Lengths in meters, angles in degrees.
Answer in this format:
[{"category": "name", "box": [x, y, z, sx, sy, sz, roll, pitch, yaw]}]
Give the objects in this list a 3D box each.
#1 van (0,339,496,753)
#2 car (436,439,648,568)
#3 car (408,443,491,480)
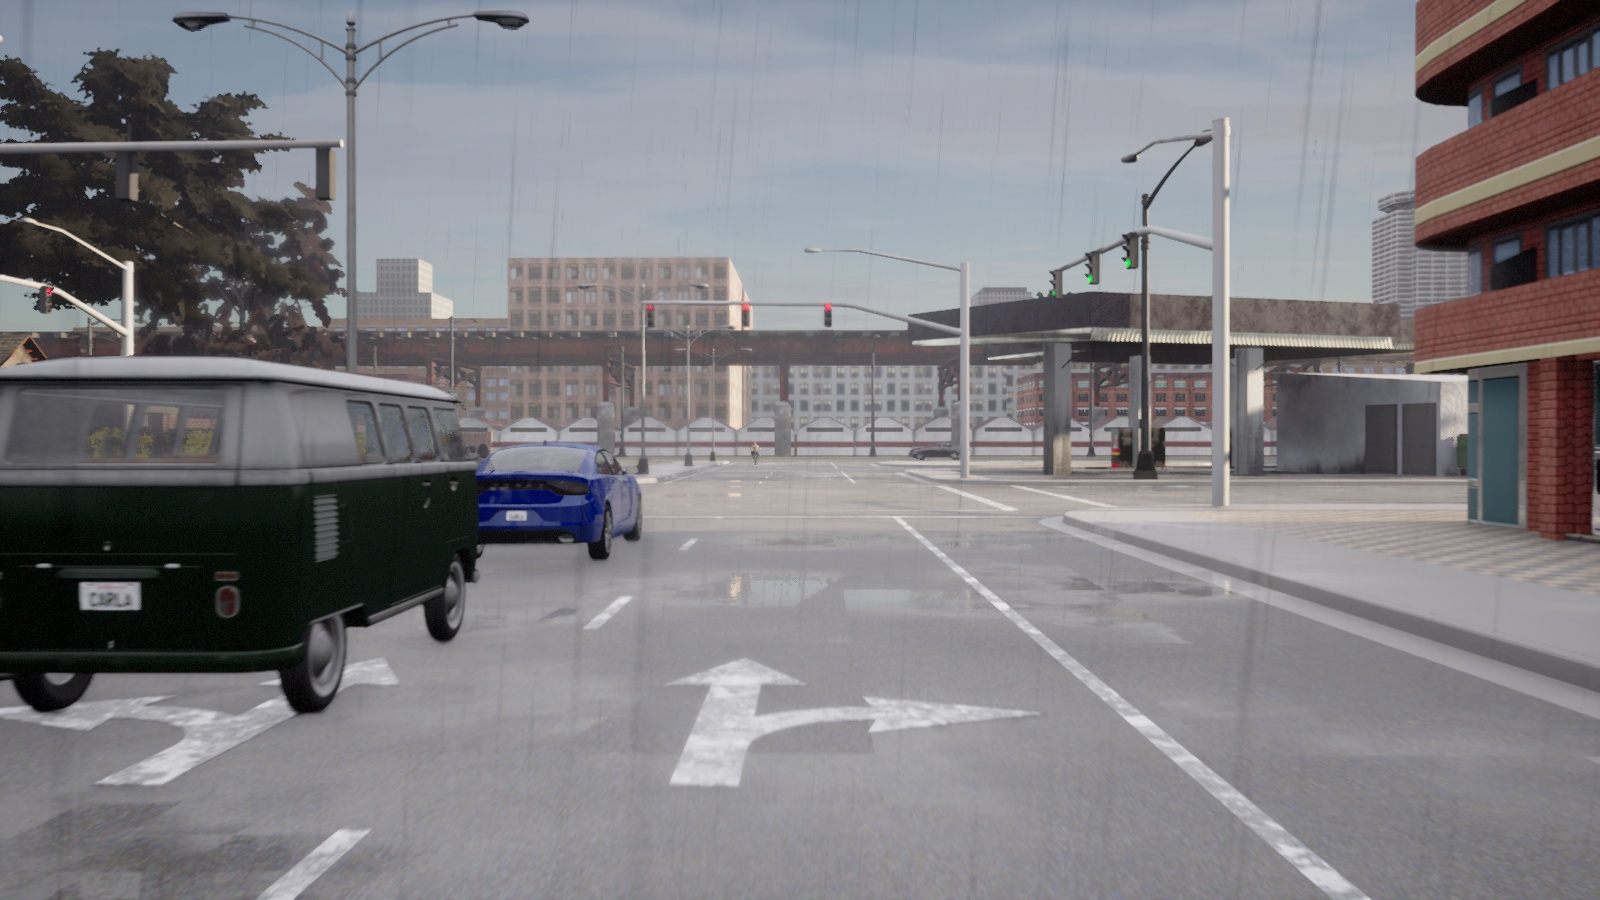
[{"category": "van", "box": [-3.438, 0.449, 8.249, 1.775, 1.987, 4.442, 0, 0, 0]}, {"category": "car", "box": [-3.385, 0.623, 17.485, 1.882, 1.535, 5.008, 0, 0, 0]}, {"category": "car", "box": [-14.704, 0.436, 52.999, 2.163, 1.488, 4.792, 0, 0, 0]}]
